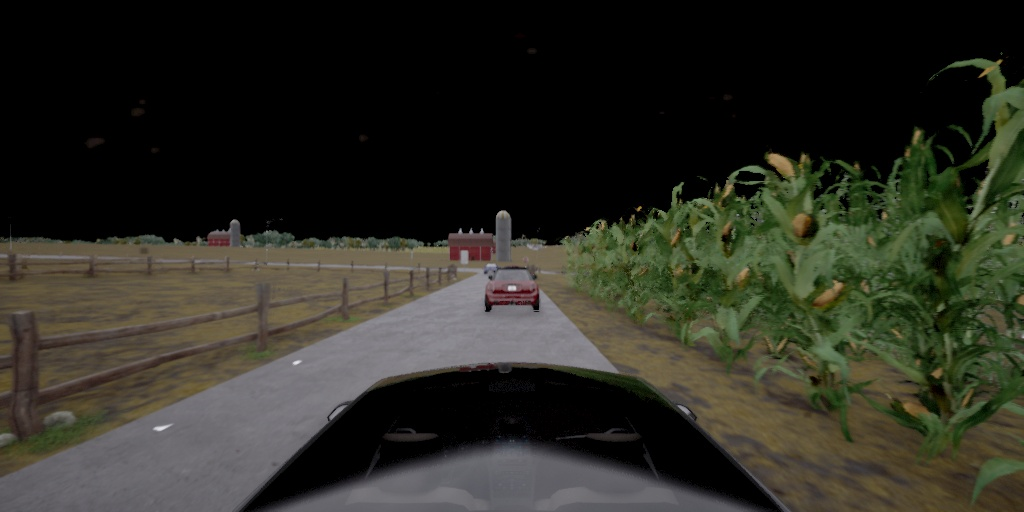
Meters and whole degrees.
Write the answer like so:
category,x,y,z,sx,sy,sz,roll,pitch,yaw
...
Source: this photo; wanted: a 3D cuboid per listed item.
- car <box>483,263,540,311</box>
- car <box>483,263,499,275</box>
category,x,y,z,sx,sy,sz,roll,pitch,yaw
car,0.026,1.221,15.247,2.097,1.767,4.553,0,-1,1
car,-2.764,1.720,48.074,1.812,1.442,4.674,0,-1,0
